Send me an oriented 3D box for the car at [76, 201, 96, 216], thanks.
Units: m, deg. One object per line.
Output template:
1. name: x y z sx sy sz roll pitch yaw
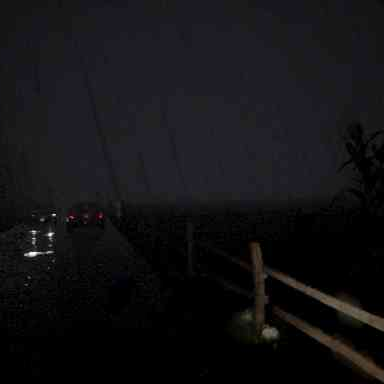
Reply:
1. car: -11.077 1.673 34.734 1.895 1.301 4.718 -1 0 -18

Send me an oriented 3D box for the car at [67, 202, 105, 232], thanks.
1. car: -6.622 1.402 20.845 2.097 1.767 4.553 -1 0 -18

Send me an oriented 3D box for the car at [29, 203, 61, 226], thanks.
1. car: -10.837 1.599 24.716 2.128 1.511 4.902 -1 0 -18
